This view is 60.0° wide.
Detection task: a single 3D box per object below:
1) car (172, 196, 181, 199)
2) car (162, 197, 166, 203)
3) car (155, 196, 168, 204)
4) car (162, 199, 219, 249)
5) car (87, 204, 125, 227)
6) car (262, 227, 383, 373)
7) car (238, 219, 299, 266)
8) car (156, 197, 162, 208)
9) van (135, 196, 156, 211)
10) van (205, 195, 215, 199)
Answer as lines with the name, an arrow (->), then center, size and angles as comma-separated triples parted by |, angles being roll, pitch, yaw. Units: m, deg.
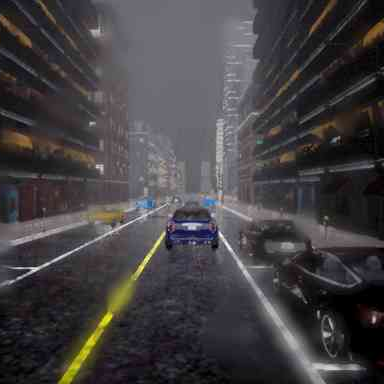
car -> -3.000, 1.518, 65.657 | 2.128, 1.511, 4.902 | 0, 0, 0
car -> -5.701, 1.520, 56.504 | 1.752, 1.417, 4.829 | -1, 0, 0
car -> -5.701, 1.546, 62.338 | 2.008, 1.369, 4.403 | -1, 0, 0
car -> 0.000, 1.361, 14.622 | 2.097, 1.767, 4.553 | 0, 0, 0
car -> -5.701, 1.518, 22.521 | 1.752, 1.417, 4.829 | -1, 0, 0
car -> 2.679, 1.561, 5.666 | 1.947, 1.339, 4.313 | -1, 0, 0
car -> 2.679, 1.560, 11.330 | 1.947, 1.339, 4.313 | -1, 0, 0
car -> -5.701, 1.544, 45.346 | 2.008, 1.369, 4.403 | -1, 0, 0
van -> -5.704, 1.334, 39.683 | 1.690, 1.788, 3.998 | -1, 0, 0
van -> 2.676, 1.335, 50.975 | 1.690, 1.788, 3.998 | -1, 0, 0
